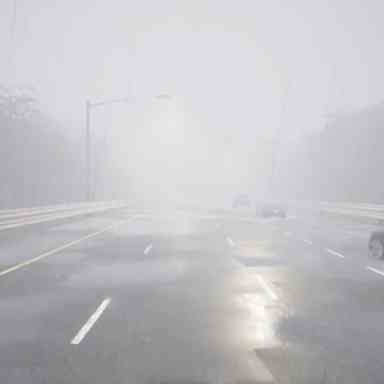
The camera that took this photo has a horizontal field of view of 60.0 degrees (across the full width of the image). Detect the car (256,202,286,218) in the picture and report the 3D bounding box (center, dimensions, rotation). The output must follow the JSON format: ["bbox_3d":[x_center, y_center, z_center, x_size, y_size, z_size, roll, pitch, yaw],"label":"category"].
[{"bbox_3d":[7.050,1.587,30.014,1.994,1.385,4.181,0,0,0],"label":"car"}]

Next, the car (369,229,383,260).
[{"bbox_3d":[7.007,1.495,9.529,2.128,1.511,4.902,0,0,0],"label":"car"}]

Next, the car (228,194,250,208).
[{"bbox_3d":[7.126,1.277,49.023,2.150,2.045,5.566,0,0,0],"label":"car"}]
